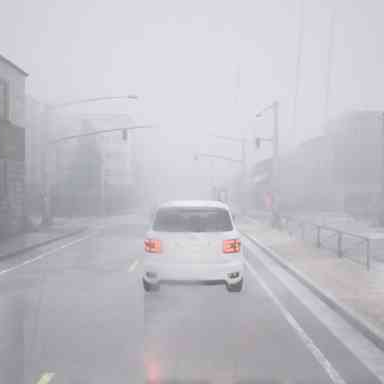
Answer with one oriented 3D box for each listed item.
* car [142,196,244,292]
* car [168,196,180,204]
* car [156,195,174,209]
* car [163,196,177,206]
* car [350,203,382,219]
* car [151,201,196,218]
[{"bbox_3d":[0.036,1.221,9.050,2.150,2.045,5.566,0,0,1],"label":"car"},{"bbox_3d":[-3.643,1.547,67.582,2.033,1.411,5.357,0,0,0],"label":"car"},{"bbox_3d":[-3.687,1.352,46.563,2.097,1.767,4.553,0,0,0],"label":"car"},{"bbox_3d":[-3.692,1.491,56.944,2.128,1.511,4.902,0,0,0],"label":"car"},{"bbox_3d":[16.658,1.740,30.232,4.181,1.385,1.994,0,0,0],"label":"car"},{"bbox_3d":[-1.727,1.657,32.241,1.812,1.442,4.674,0,0,36],"label":"car"}]
